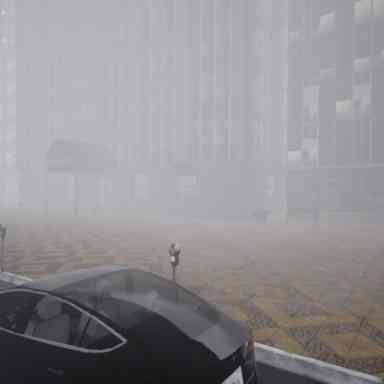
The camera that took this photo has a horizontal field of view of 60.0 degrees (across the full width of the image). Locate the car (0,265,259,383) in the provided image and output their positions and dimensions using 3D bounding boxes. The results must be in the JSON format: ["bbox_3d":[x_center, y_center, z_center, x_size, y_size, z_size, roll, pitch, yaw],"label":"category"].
[{"bbox_3d":[-1.374,1.565,3.835,4.313,1.339,1.947,0,1,35],"label":"car"}]
